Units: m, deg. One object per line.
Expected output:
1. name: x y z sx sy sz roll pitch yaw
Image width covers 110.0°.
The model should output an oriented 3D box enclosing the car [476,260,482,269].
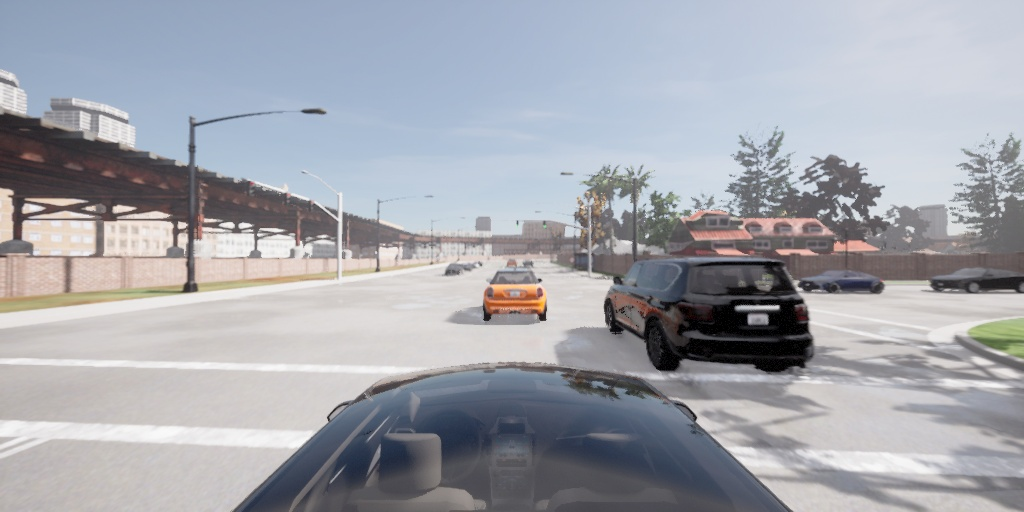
1. car: -7.013 1.660 63.780 1.895 1.301 4.718 0 0 0

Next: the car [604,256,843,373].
1. car: 3.645 1.043 7.904 2.150 2.045 5.566 0 -1 1

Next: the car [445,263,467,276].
1. car: -7.099 1.611 44.467 1.837 1.490 4.892 0 0 0

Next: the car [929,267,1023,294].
1. car: 28.705 1.461 22.006 5.008 1.535 1.882 0 -1 -2

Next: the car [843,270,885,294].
1. car: 19.889 1.546 21.778 4.181 1.385 1.994 0 -1 -1

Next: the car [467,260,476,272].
1. car: -7.040 1.668 53.814 1.994 1.385 4.181 0 0 1

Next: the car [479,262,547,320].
1. car: 0.097 1.234 13.383 2.097 1.767 4.553 0 -1 0
